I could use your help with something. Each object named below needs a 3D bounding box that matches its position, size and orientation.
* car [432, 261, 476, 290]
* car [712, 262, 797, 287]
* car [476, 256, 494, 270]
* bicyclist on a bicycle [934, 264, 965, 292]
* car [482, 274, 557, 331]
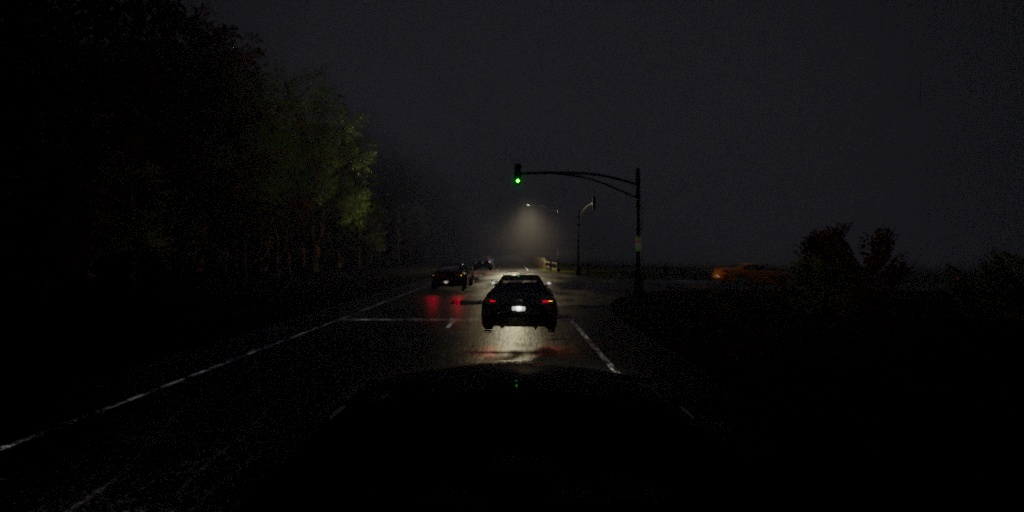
[{"bbox_3d":[-3.360,1.111,20.614,1.812,1.442,4.674,0,0,0],"label":"car"},{"bbox_3d":[16.061,1.198,23.801,5.008,1.535,1.882,1,-1,-1],"label":"car"},{"bbox_3d":[-3.311,0.739,42.963,2.097,1.767,4.553,0,1,0],"label":"car"},{"bbox_3d":[24.341,1.248,19.874,0.582,1.620,1.656,1,0,0],"label":"bicyclist on a bicycle"},{"bbox_3d":[0.266,1.236,10.777,1.994,1.385,4.181,0,1,3],"label":"car"}]
